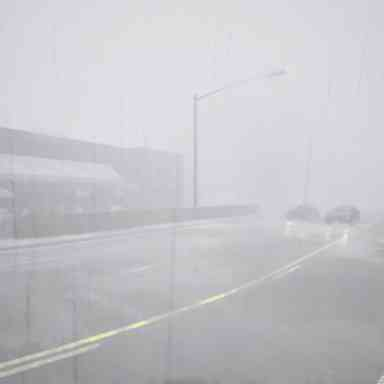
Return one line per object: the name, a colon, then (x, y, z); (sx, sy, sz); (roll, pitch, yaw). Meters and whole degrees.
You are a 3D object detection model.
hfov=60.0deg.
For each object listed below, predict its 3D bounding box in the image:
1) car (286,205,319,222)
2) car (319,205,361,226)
car: (9.551, 1.776, 28.531); (1.994, 1.385, 4.181); (0, -1, 35)
car: (11.647, 1.740, 25.439); (2.033, 1.411, 5.357); (0, -1, 35)
